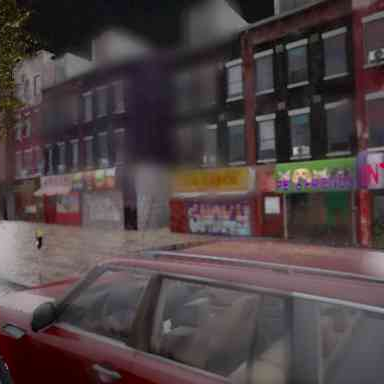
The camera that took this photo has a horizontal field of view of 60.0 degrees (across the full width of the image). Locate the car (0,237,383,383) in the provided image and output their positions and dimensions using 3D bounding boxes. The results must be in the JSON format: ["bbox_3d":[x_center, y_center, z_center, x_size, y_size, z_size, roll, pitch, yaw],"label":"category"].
[{"bbox_3d":[0.103,1.329,2.770,5.009,1.841,2.192,-1,-2,36],"label":"car"}]
